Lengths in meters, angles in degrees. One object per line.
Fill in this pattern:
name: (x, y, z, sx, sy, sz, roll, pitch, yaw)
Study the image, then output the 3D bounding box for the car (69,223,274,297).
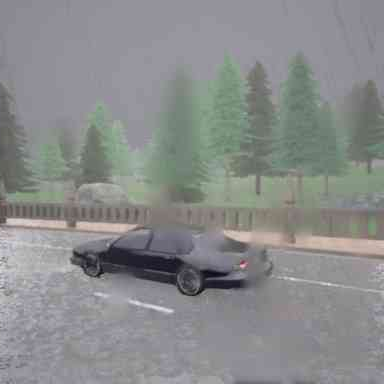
car: (-0.726, 1.522, 8.470, 5.357, 1.411, 2.033, 0, 0, 32)
